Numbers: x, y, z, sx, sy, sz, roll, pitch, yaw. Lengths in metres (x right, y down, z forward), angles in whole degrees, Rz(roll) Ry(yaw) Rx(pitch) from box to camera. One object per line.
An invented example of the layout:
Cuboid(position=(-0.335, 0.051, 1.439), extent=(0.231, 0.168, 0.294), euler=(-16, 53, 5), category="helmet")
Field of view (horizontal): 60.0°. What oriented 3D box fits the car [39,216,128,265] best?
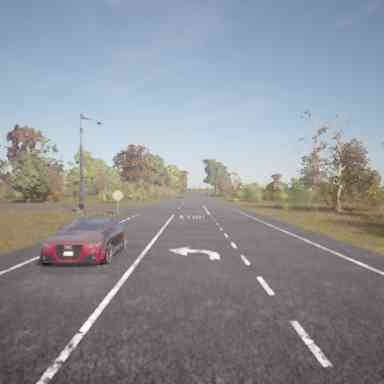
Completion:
Cuboid(position=(-3.510, 1.552, 11.448), extent=(1.994, 1.385, 4.181), euler=(0, 0, 0), category="car")
